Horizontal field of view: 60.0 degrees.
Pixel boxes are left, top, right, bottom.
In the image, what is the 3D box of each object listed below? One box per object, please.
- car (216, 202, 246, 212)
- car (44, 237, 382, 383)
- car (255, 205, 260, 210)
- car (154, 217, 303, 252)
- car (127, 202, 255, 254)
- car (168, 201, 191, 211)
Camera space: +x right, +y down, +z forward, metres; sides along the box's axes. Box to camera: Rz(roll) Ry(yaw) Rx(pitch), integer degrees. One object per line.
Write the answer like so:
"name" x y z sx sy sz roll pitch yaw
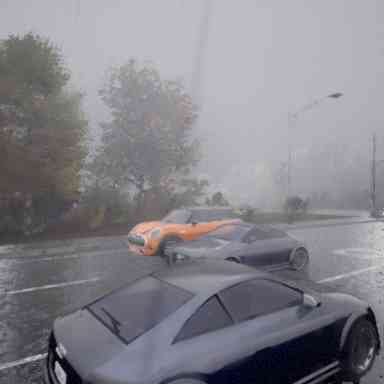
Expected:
"car" 6.254 2.472 53.715 2.128 1.511 4.902 0 -3 -32
"car" 0.479 1.563 4.094 4.181 1.385 1.994 0 0 -35
"car" 9.284 2.476 55.483 2.128 1.511 4.902 0 -3 -32
"car" 1.332 1.565 9.226 4.181 1.385 1.994 0 0 -35
"car" -0.109 1.353 12.494 4.553 1.767 2.097 0 0 -35
"car" -2.597 2.877 67.926 2.150 2.045 5.566 0 -3 -32
